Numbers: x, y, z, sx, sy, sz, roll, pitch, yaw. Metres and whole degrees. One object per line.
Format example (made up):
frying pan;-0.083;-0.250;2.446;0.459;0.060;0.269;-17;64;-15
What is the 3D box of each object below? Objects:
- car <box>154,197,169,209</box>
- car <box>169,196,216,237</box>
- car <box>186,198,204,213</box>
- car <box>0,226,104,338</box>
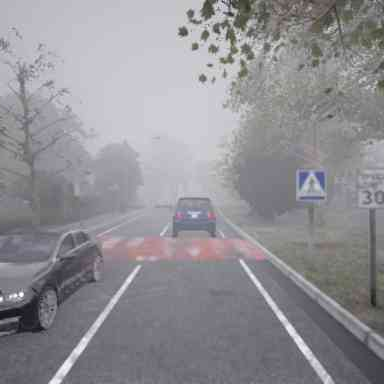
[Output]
car;-2.988;1.235;36.584;1.882;1.535;5.008;0;0;2
car;0.115;1.238;18.184;2.150;2.045;5.566;0;0;0
car;0.425;1.409;36.390;1.837;1.490;4.892;0;0;2
car;-3.241;1.523;6.927;2.128;1.511;4.902;0;0;0
